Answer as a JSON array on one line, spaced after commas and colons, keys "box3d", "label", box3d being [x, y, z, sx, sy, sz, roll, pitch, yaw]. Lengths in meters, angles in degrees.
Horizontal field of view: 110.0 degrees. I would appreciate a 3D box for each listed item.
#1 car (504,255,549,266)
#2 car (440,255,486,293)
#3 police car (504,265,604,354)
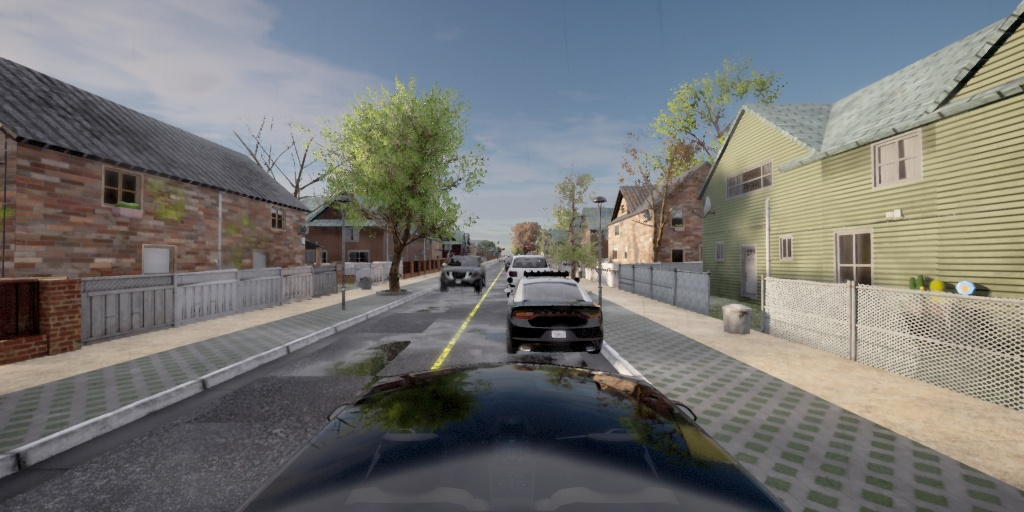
[{"box3d": [0.834, 0.978, 18.832, 2.150, 2.045, 5.566, 0, 0, 0], "label": "car"}, {"box3d": [-2.740, 0.975, 21.194, 2.150, 2.045, 5.566, 0, 0, 0], "label": "car"}, {"box3d": [0.829, 1.177, 8.909, 1.930, 1.638, 5.238, 0, 0, 0], "label": "police car"}]
